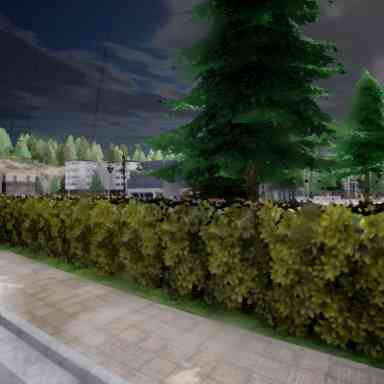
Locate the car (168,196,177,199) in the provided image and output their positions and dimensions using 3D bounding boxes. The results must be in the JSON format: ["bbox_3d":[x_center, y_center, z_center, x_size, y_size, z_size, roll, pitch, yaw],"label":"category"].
[{"bbox_3d":[-3.309,1.434,56.041,1.845,1.501,3.633,0,0,43],"label":"car"}]

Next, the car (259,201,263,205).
[{"bbox_3d":[9.646,1.385,44.190,2.097,1.767,4.553,0,0,43],"label":"car"}]

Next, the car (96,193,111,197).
[{"bbox_3d":[-16.712,1.187,68.915,1.932,1.855,4.605,0,0,43],"label":"car"}]

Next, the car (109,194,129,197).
[{"bbox_3d":[-10.574,1.450,52.700,1.970,1.475,3.806,0,0,43],"label":"car"}]

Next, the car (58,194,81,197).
[{"bbox_3d":[-28.399,1.268,79.407,2.152,1.636,5.027,0,0,43],"label":"car"}]

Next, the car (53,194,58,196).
[{"bbox_3d":[-33.282,1.356,83.583,1.970,1.475,3.806,0,0,43],"label":"car"}]
